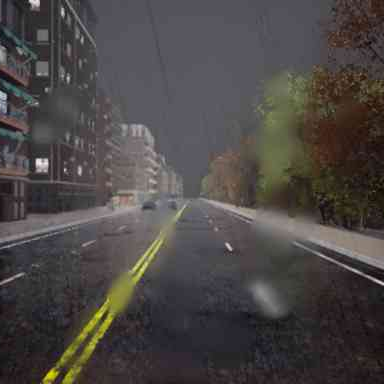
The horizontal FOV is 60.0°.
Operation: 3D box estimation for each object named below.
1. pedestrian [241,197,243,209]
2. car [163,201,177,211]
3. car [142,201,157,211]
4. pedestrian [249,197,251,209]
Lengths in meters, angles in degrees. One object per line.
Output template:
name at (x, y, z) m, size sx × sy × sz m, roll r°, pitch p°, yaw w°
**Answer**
pedestrian at (7.997, 1.720, 52.890) m, size 0.375 × 1.860 × 0.375 m, roll 0°, pitch -1°, yaw 0°
car at (-3.272, 2.104, 50.855) m, size 2.033 × 1.411 × 5.357 m, roll 0°, pitch -1°, yaw 0°
car at (-6.517, 2.111, 51.445) m, size 2.033 × 1.411 × 5.357 m, roll 0°, pitch -1°, yaw 0°
pedestrian at (8.998, 1.707, 51.690) m, size 0.375 × 1.860 × 0.375 m, roll 0°, pitch -1°, yaw 0°
